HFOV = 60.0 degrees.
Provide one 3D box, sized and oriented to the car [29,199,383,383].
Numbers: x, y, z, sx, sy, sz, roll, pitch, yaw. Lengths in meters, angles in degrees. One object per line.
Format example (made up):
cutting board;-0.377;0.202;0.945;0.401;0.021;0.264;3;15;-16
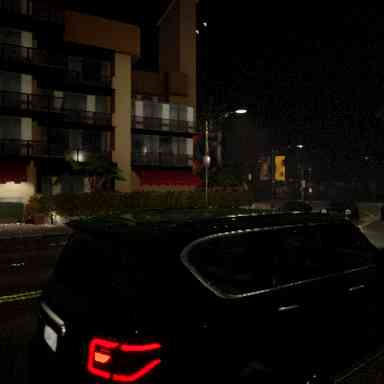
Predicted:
car;1.006;1.220;4.255;5.566;2.045;2.150;0;0;-38

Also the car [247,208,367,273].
car;4.240;1.472;11.689;5.008;1.535;1.882;0;0;-43

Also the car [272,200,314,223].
car;8.363;1.505;27.119;1.882;1.535;5.008;0;0;34

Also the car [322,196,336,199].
car;11.269;1.393;25.169;2.097;1.767;4.553;0;0;34
